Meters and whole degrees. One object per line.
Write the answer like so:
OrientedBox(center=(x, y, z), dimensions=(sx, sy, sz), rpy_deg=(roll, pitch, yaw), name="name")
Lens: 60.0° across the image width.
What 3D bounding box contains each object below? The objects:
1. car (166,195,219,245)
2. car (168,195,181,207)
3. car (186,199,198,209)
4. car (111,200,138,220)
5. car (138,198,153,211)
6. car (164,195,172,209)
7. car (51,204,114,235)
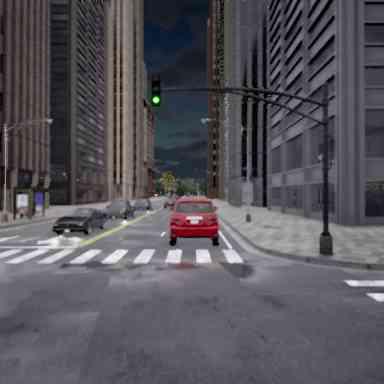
OrientedBox(center=(0.100, 1.334, 16.375), dimensions=(2.150, 2.045, 5.566), rpy_deg=(0, 0, 0), name="car")
OrientedBox(center=(-3.251, 1.654, 62.487), dimensions=(2.150, 2.045, 5.566), rpy_deg=(0, 0, 0), name="car")
OrientedBox(center=(-0.002, 1.863, 52.271), dimensions=(1.837, 1.490, 4.892), rpy_deg=(0, 0, 0), name="car")
OrientedBox(center=(-6.588, 1.556, 30.169), dimensions=(2.097, 1.767, 4.553), rpy_deg=(0, 0, 0), name="car")
OrientedBox(center=(-6.576, 1.658, 44.791), dimensions=(2.097, 1.767, 4.553), rpy_deg=(0, 0, 0), name="car")
OrientedBox(center=(-3.251, 1.711, 52.242), dimensions=(2.097, 1.767, 4.553), rpy_deg=(0, 0, 0), name="car")
OrientedBox(center=(-6.596, 1.685, 20.248), dimensions=(2.033, 1.411, 5.357), rpy_deg=(0, 0, 0), name="car")
